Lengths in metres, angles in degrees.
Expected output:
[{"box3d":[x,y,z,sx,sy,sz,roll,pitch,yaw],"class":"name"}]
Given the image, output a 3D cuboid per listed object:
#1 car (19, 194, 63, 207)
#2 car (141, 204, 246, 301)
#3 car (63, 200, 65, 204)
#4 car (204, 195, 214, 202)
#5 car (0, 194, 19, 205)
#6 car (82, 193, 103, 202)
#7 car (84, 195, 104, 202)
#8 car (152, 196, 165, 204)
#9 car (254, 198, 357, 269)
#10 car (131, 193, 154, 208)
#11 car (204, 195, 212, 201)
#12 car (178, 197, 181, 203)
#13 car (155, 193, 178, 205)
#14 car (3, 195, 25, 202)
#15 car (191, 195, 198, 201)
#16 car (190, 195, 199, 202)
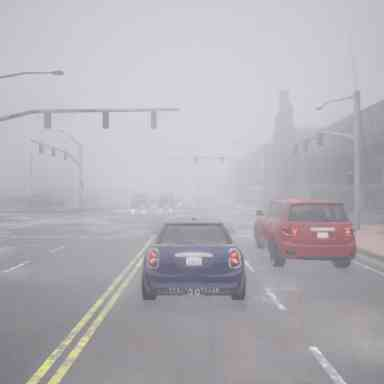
[{"box3d":[-21.552,1.168,47.623,4.605,1.855,1.932,0,0,0],"class":"car"},{"box3d":[0.044,1.354,8.494,2.097,1.767,4.553,0,0,0],"class":"car"},{"box3d":[-21.501,1.172,50.517,3.866,1.878,1.905,0,0,0],"class":"car"},{"box3d":[3.955,1.548,77.425,1.812,1.442,4.674,0,0,1],"class":"car"},{"box3d":[-39.080,1.175,70.101,4.605,1.855,1.932,0,0,0],"class":"car"},{"box3d":[-21.560,1.178,70.141,3.866,1.878,1.905,0,0,0],"class":"car"},{"box3d":[-21.552,1.418,73.036,3.806,1.475,1.970,0,0,0],"class":"car"},{"box3d":[-6.778,1.568,68.359,2.033,1.411,5.357,0,0,2],"class":"car"},{"box3d":[3.540,1.225,11.397,2.150,2.045,5.566,0,0,2],"class":"car"},{"box3d":[-7.301,1.236,48.137,2.150,2.045,5.566,0,0,1],"class":"car"},{"box3d":[4.207,1.552,87.705,2.128,1.511,4.902,0,0,1],"class":"car"},{"box3d":[-3.537,1.544,60.368,1.812,1.442,4.674,0,0,2],"class":"car"},{"box3d":[-3.761,1.237,50.559,2.150,2.045,5.566,0,0,1],"class":"car"},{"box3d":[-39.019,1.386,72.997,3.905,1.438,1.784,0,0,0],"class":"car"},{"box3d":[0.706,1.505,87.698,1.882,1.535,5.008,0,0,1],"class":"car"},{"box3d":[0.458,1.524,77.608,1.837,1.490,4.892,0,0,1],"class":"car"}]
